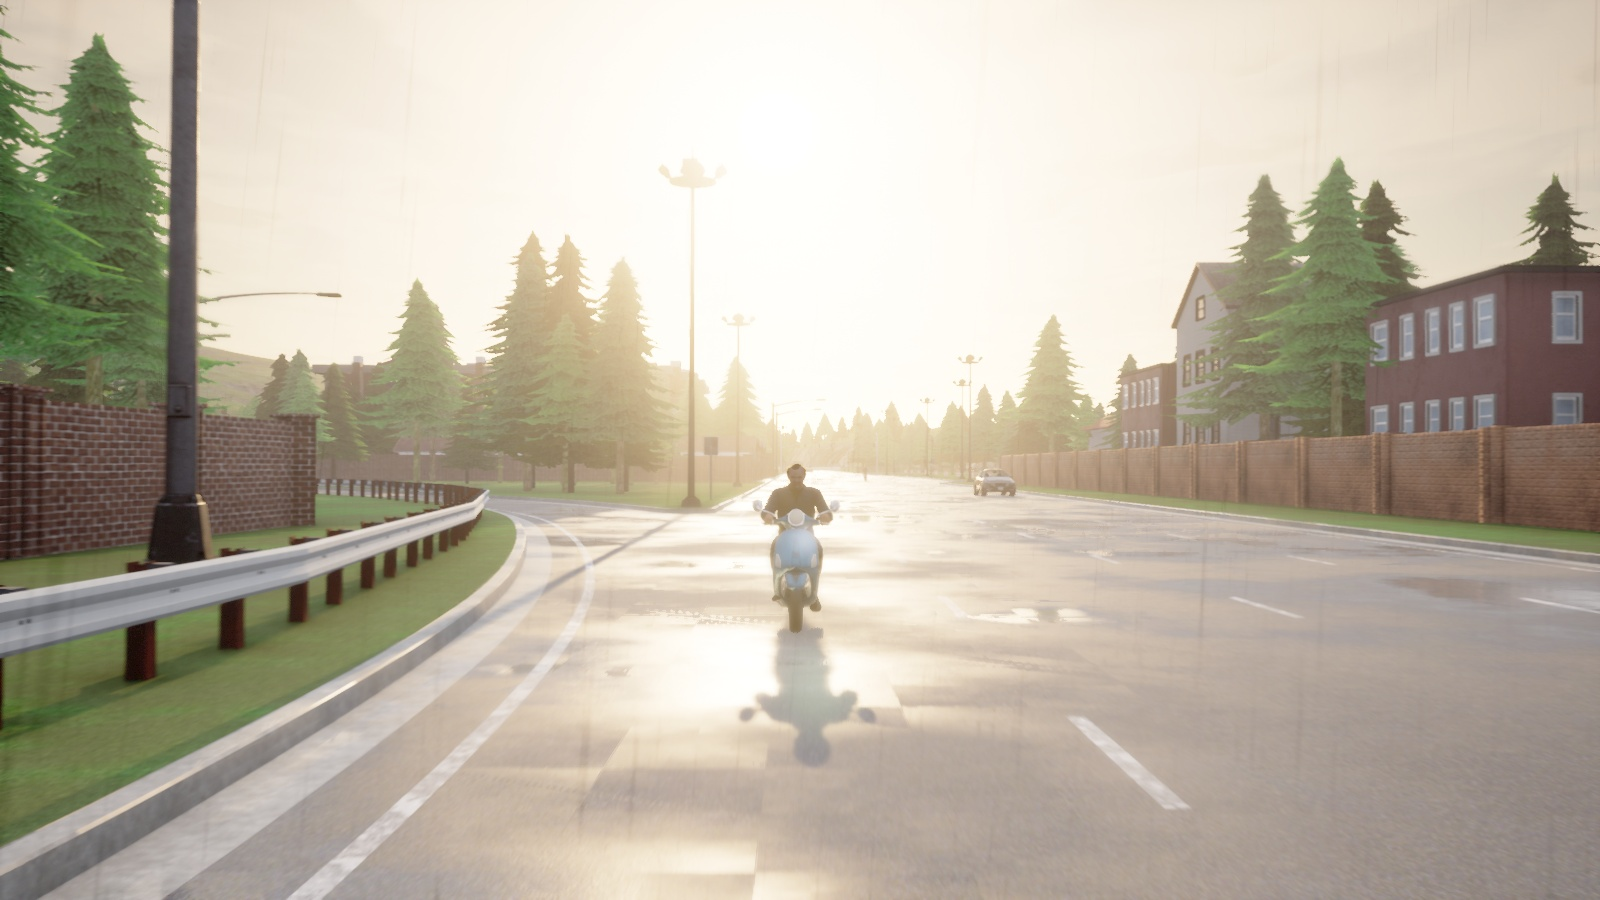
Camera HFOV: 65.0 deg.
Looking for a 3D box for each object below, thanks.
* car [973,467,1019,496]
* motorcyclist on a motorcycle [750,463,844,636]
[{"bbox_3d":[10.506,1.671,67.611,1.816,1.474,4.193,0,-1,0],"label":"car"},{"bbox_3d":[-0.030,0.927,12.476,0.866,1.590,1.817,0,0,0],"label":"motorcyclist on a motorcycle"}]
